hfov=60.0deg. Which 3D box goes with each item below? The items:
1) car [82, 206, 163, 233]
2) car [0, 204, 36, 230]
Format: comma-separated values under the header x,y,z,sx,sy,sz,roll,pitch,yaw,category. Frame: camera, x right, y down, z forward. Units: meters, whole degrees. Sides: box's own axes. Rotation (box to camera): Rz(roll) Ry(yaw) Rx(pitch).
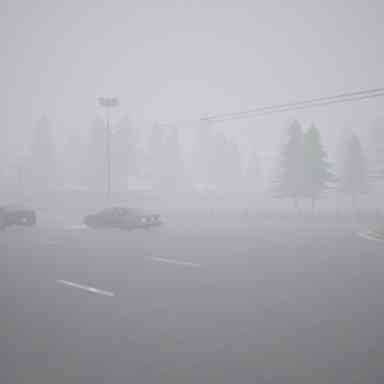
x,y,z,sx,sy,sz,roll,pitch,yaw,category
-4.230,1.549,19.919,5.357,1.411,2.033,0,0,36,car
-11.897,1.480,21.094,5.008,1.535,1.882,0,0,36,car
